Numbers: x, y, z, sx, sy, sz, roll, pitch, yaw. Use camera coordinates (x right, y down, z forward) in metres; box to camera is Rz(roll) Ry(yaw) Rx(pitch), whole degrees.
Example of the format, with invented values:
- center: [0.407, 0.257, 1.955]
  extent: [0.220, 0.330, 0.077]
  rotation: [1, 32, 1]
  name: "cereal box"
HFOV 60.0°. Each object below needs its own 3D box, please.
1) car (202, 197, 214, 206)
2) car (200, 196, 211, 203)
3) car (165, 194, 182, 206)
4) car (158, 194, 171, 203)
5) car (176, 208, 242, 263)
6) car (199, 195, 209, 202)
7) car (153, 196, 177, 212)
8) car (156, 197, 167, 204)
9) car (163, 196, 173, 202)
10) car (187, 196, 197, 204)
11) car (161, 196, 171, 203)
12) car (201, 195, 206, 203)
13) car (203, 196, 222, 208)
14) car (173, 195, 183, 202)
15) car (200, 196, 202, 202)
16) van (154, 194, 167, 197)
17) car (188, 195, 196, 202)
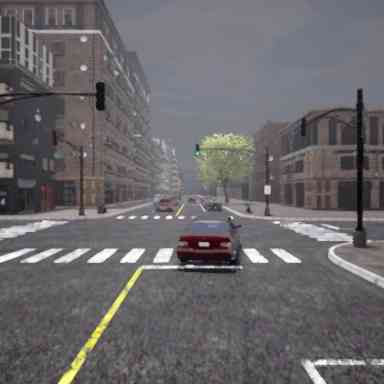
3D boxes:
- center: [2.698, 1.594, 57.001]
  extent: [1.802, 1.307, 4.206]
  rotation: [0, 0, 0]
  name: "car"
- center: [2.699, 1.578, 68.395]
  extent: [2.008, 1.369, 4.403]
  rotation: [0, 0, 0]
  name: "car"
- center: [-3.052, 1.535, 54.327]
  extent: [1.812, 1.442, 4.674]
  rotation: [0, 0, 0]
  name: "car"
- center: [-5.682, 1.343, 68.397]
  extent: [2.192, 1.841, 5.009]
  rotation: [0, 0, 0]
  name: "car"
- center: [0.757, 1.539, 11.956]
  extent: [2.033, 1.411, 5.357]
  rotation: [0, 0, 9]
  name: "car"
- center: [2.699, 1.477, 74.092]
  extent: [1.967, 1.590, 4.097]
  rotation: [0, 0, 0]
  name: "car"
- center: [-3.085, 1.521, 37.923]
  extent: [1.812, 1.442, 4.674]
  rotation: [0, 0, 0]
  name: "car"
- center: [-5.682, 1.601, 62.701]
  extent: [1.802, 1.307, 4.206]
  rotation: [0, 0, 0]
  name: "car"
- center: [-5.680, 1.599, 79.790]
  extent: [2.008, 1.369, 4.403]
  rotation: [0, 0, 0]
  name: "car"
- center: [0.011, 1.517, 66.677]
  extent: [2.128, 1.511, 4.902]
  rotation: [0, 0, 0]
  name: "car"
- center: [-5.681, 1.603, 74.094]
  extent: [1.947, 1.339, 4.313]
  rotation: [0, 0, 0]
  name: "car"
- center: [2.696, 1.442, 45.608]
  extent: [1.967, 1.590, 4.097]
  rotation: [0, 0, 0]
  name: "car"
- center: [2.696, 1.548, 39.910]
  extent: [2.008, 1.369, 4.403]
  rotation: [0, 0, 0]
  name: "car"
- center: [-2.989, 1.349, 70.285]
  extent: [1.837, 1.490, 4.892]
  rotation: [0, 0, 0]
  name: "car"
- center: [2.697, 1.447, 51.304]
  extent: [1.967, 1.590, 4.097]
  rotation: [0, 0, 0]
  name: "car"
- center: [-5.684, 1.354, 57.004]
  extent: [1.690, 1.788, 3.998]
  rotation: [0, 0, 0]
  name: "van"
- center: [0.012, 1.507, 77.100]
  extent: [1.994, 1.385, 4.181]
  rotation: [0, 0, 0]
  name: "car"
